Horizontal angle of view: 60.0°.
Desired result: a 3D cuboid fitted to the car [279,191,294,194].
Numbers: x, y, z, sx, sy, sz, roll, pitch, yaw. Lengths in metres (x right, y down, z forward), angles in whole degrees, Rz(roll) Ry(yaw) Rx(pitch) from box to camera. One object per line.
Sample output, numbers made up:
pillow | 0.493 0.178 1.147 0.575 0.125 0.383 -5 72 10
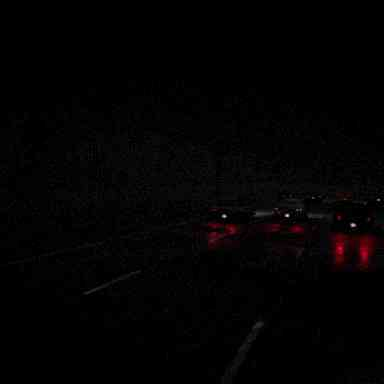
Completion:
car | 12.300 0.548 43.539 1.994 1.385 4.181 2 2 24

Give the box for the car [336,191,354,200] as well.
car | 19.270 0.605 41.998 1.882 1.535 5.008 2 3 24

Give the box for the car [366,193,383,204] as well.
car | 22.130 0.809 39.817 1.994 1.385 4.181 2 2 24

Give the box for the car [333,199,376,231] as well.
car | 9.034 1.331 18.789 1.895 1.301 4.718 2 2 24

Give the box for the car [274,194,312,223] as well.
car | 6.682 1.124 22.123 1.812 1.442 4.674 2 2 24

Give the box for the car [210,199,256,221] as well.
car | 2.881 1.135 22.179 1.895 1.301 4.718 2 2 24

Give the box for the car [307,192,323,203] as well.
car | 15.489 0.641 42.099 1.994 1.385 4.181 2 2 24
